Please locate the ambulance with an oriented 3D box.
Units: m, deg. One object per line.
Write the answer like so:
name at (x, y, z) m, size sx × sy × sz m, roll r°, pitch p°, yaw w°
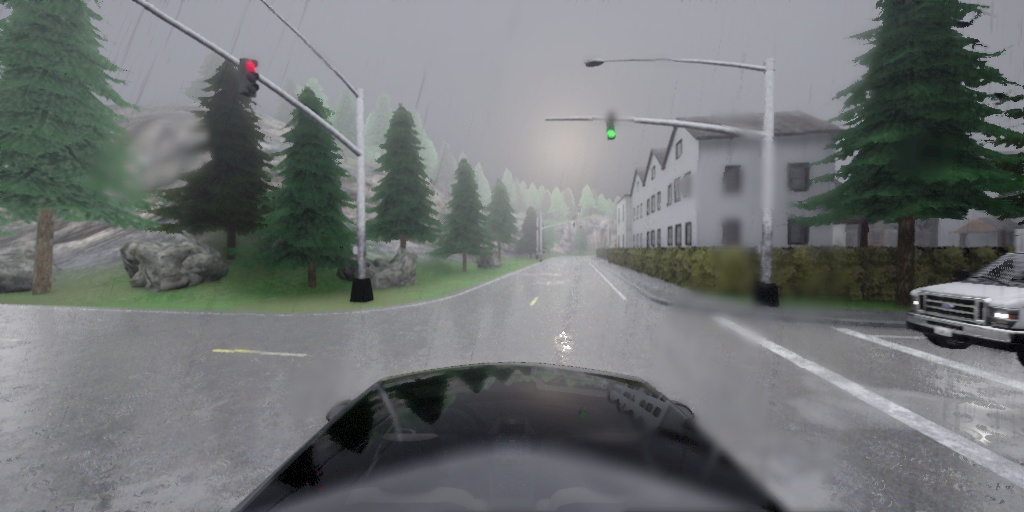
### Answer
ambulance at (11.070, 0.681, 6.047) m, size 6.366 × 2.431 × 2.351 m, roll 0°, pitch 1°, yaw 10°
